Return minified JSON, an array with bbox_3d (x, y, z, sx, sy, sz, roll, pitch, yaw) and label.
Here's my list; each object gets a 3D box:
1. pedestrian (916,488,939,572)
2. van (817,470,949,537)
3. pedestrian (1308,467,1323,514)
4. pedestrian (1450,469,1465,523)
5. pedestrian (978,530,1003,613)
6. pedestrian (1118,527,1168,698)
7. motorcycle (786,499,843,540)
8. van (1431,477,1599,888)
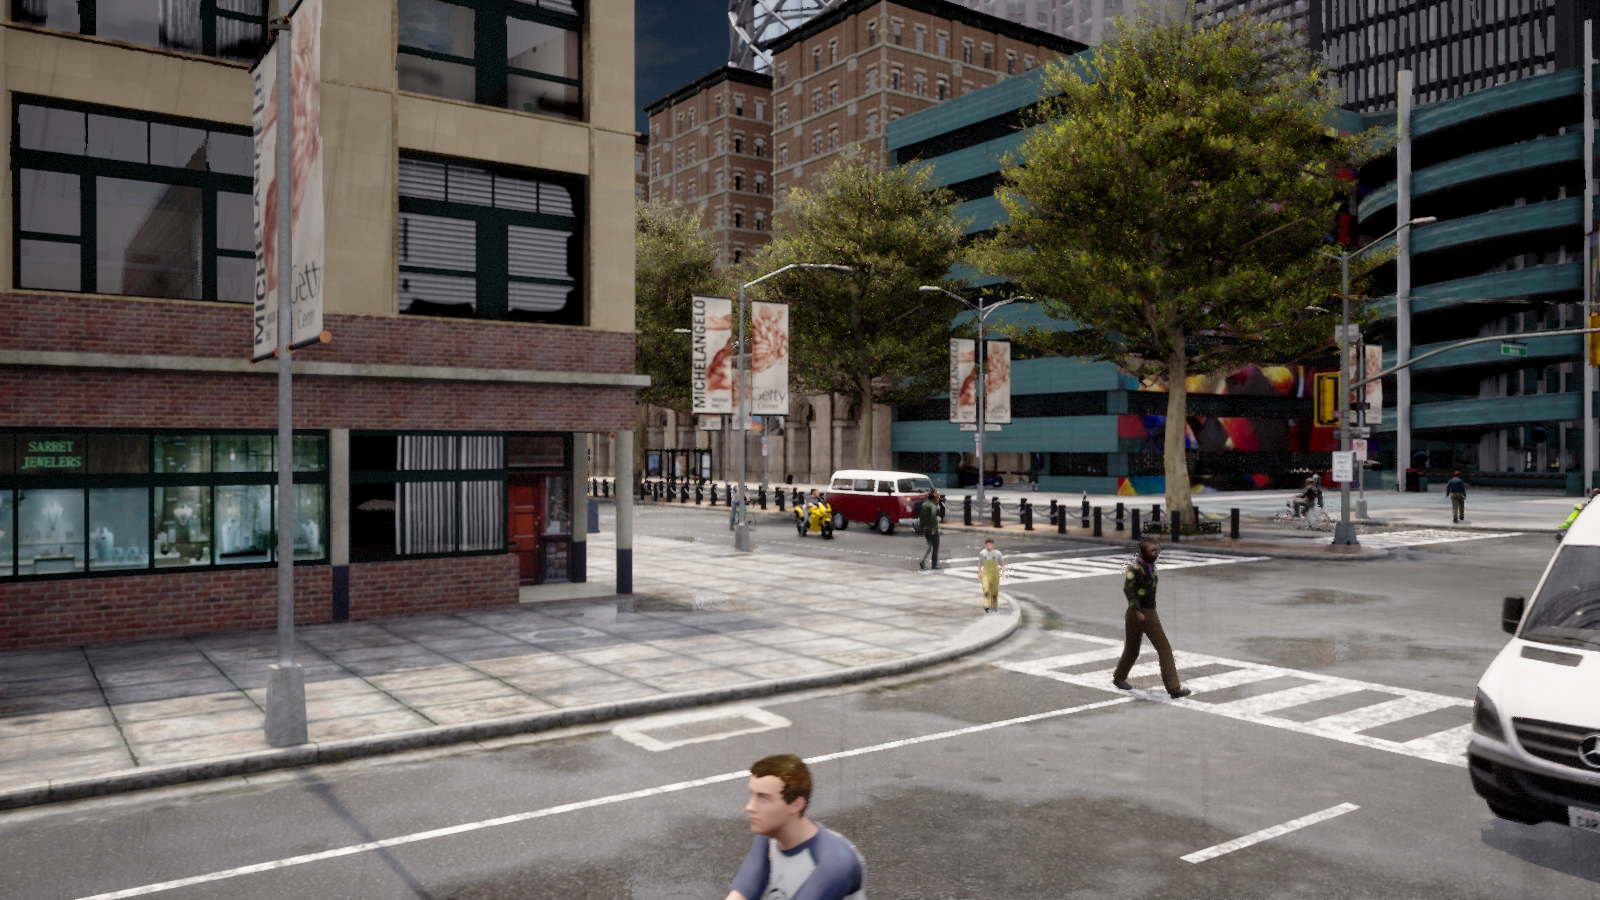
[{"bbox_3d":[2.903,1.812,26.027,0.375,1.860,0.375,0,0,-35],"label":"pedestrian"},{"bbox_3d":[2.713,1.733,38.444,2.069,2.038,4.480,0,0,-35],"label":"van"},{"bbox_3d":[20.654,1.612,45.784,0.375,1.860,0.375,0,0,-24],"label":"pedestrian"},{"bbox_3d":[23.042,1.613,40.024,0.375,1.860,0.375,0,0,45],"label":"pedestrian"},{"bbox_3d":[3.069,1.948,18.413,0.375,1.300,0.375,0,0,11],"label":"pedestrian"},{"bbox_3d":[3.887,1.825,12.953,0.375,1.860,0.375,0,0,-29],"label":"pedestrian"},{"bbox_3d":[0.443,2.170,35.973,0.803,1.145,2.033,0,0,-33],"label":"motorcycle"},{"bbox_3d":[7.503,1.510,9.046,5.915,2.561,1.988,0,0,-35],"label":"van"}]
